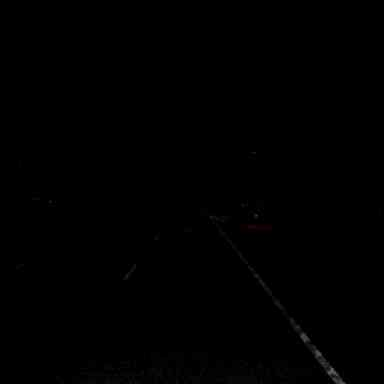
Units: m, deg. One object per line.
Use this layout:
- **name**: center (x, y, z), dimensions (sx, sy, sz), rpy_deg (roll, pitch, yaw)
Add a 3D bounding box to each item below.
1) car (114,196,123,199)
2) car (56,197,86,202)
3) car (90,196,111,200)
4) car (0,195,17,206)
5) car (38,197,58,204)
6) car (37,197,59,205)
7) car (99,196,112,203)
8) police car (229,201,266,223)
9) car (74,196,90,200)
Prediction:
- **car**: center (-17.514, 1.808, 79.917), dimensions (1.837, 1.490, 4.892), rpy_deg (0, 0, 0)
- **car**: center (-17.586, 1.779, 48.441), dimensions (1.895, 1.301, 4.718), rpy_deg (0, 0, 0)
- **car**: center (-17.516, 1.798, 64.235), dimensions (1.994, 1.385, 4.181), rpy_deg (0, 0, 0)
- **car**: center (-28.066, 1.400, 48.973), dimensions (2.150, 2.045, 5.566), rpy_deg (0, 0, 1)
- **car**: center (-21.074, 1.534, 49.578), dimensions (2.097, 1.767, 4.553), rpy_deg (0, 0, 0)
- **car**: center (-28.011, 1.781, 64.923), dimensions (2.033, 1.411, 5.357), rpy_deg (0, 0, 0)
- **car**: center (-21.014, 1.787, 80.865), dimensions (1.882, 1.535, 5.008), rpy_deg (0, 0, 0)
- **police car**: center (4.308, 1.522, 26.557), dimensions (1.930, 1.638, 5.238), rpy_deg (0, 0, -7)
- **car**: center (-21.013, 1.767, 65.125), dimensions (1.812, 1.442, 4.674), rpy_deg (0, 0, 0)
